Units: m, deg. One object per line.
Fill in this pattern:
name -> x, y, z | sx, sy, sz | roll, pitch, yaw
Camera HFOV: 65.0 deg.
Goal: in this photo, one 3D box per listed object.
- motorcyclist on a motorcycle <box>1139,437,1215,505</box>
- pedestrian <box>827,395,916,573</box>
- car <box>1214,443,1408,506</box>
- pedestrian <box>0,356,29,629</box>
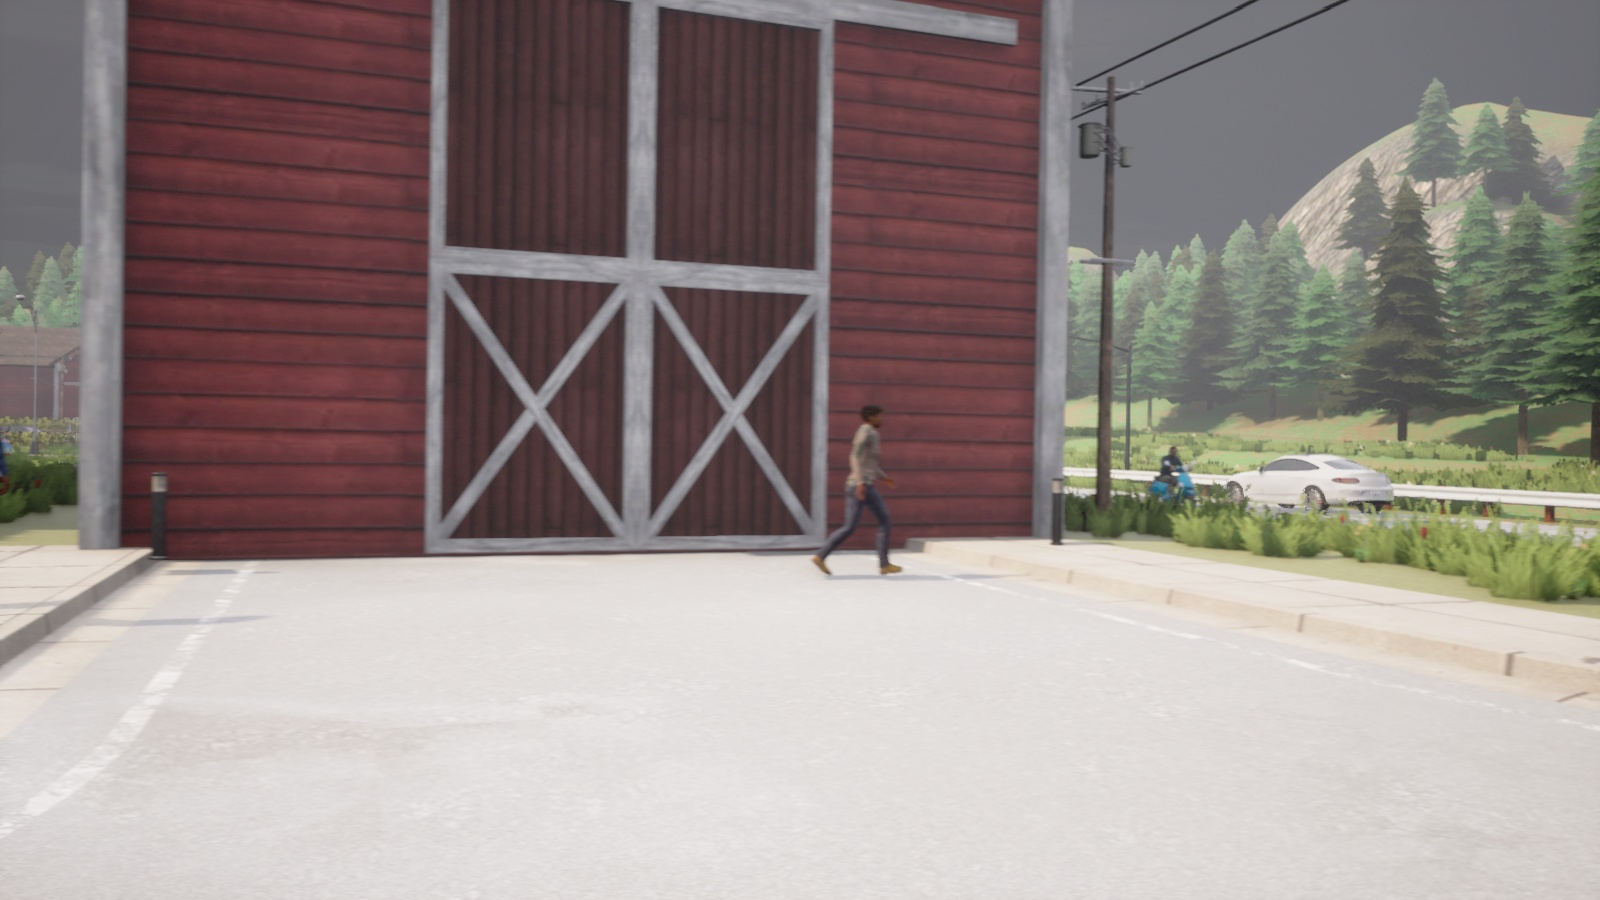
motorcyclist on a motorcycle -> 9.153, 0.494, 30.543 | 0.866, 1.590, 1.817 | 0, 1, -20
pedestrian -> 0.734, 0.343, 12.982 | 0.869, 1.805, 0.328 | 0, 1, -8
car -> 12.598, 0.546, 31.306 | 1.812, 1.442, 4.674 | 0, 1, -20
pedestrian -> -5.917, 0.303, 8.966 | 0.423, 1.949, 0.788 | 0, 1, -9
